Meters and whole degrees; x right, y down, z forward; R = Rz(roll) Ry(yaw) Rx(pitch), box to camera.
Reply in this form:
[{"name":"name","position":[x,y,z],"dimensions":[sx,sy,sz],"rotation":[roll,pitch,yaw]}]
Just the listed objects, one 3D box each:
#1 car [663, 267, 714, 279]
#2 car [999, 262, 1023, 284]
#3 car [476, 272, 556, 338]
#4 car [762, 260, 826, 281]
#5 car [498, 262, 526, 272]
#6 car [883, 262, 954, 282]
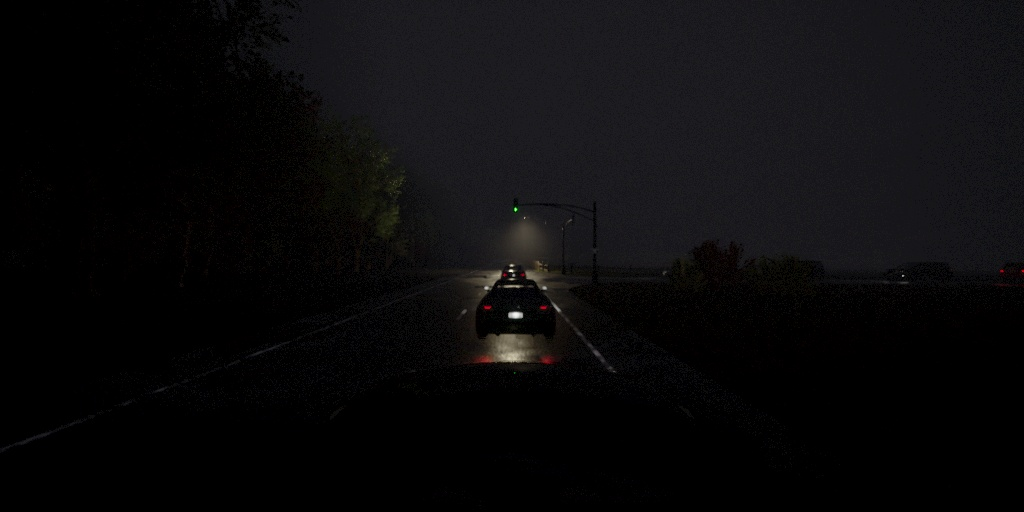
[{"name":"car","position":[18.024,1.594,36.705],"dimensions":[4.902,1.511,2.128],"rotation":[1,-1,1]},{"name":"car","position":[48.570,1.587,32.931],"dimensions":[5.566,2.045,2.150],"rotation":[1,-1,0]},{"name":"car","position":[0.101,1.340,10.272],"dimensions":[1.994,1.385,4.181],"rotation":[0,0,0]},{"name":"car","position":[28.751,1.441,36.633],"dimensions":[5.566,2.045,2.150],"rotation":[1,-1,1]},{"name":"car","position":[0.117,1.375,27.260],"dimensions":[2.033,1.411,5.357],"rotation":[0,0,0]},{"name":"car","position":[41.366,1.580,36.554],"dimensions":[5.566,2.045,2.150],"rotation":[1,-1,0]}]
